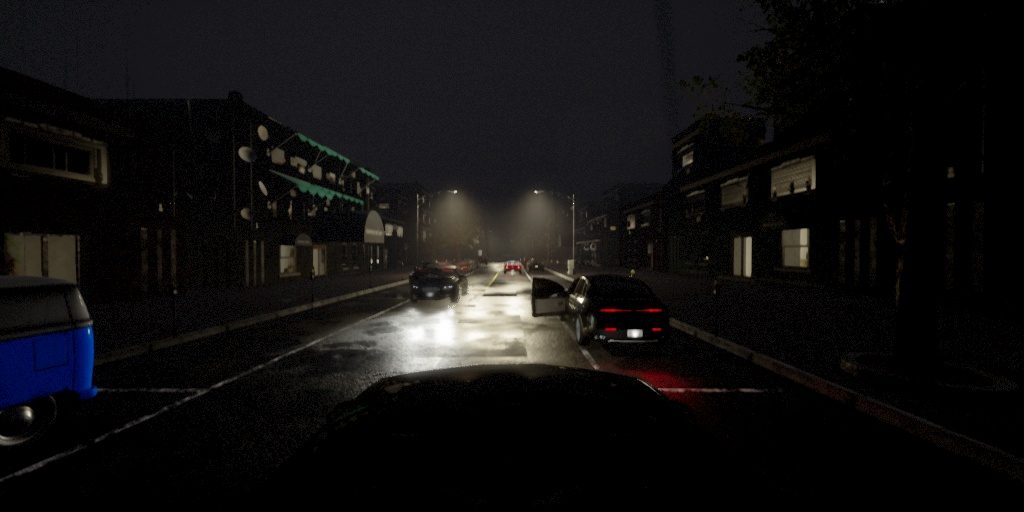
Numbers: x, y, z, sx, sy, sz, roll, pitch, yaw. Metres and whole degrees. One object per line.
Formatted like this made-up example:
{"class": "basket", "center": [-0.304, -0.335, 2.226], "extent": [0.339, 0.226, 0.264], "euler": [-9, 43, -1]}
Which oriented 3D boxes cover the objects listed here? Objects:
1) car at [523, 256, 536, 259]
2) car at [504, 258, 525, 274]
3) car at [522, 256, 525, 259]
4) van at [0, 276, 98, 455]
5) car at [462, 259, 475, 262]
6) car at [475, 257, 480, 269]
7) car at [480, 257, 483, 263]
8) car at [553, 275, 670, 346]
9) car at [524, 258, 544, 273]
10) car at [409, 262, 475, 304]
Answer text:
{"class": "car", "center": [2.713, 1.097, 47.023], "extent": [1.751, 1.417, 4.829], "euler": [0, 0, 0]}
{"class": "car", "center": [0.093, 1.204, 38.894], "extent": [1.895, 1.301, 4.718], "euler": [0, 0, 0]}
{"class": "car", "center": [2.714, 0.864, 52.402], "extent": [2.192, 1.841, 5.009], "euler": [0, 0, 0]}
{"class": "van", "center": [-5.687, 1.088, 2.468], "extent": [1.690, 1.789, 3.998], "euler": [0, 0, 0]}
{"class": "car", "center": [-5.671, 1.175, 41.306], "extent": [1.802, 1.307, 4.207], "euler": [0, 0, 0]}
{"class": "car", "center": [-5.669, 1.122, 46.854], "extent": [2.007, 1.370, 4.403], "euler": [0, 0, 0]}
{"class": "car", "center": [-5.666, 1.131, 52.403], "extent": [1.802, 1.307, 4.207], "euler": [0, 0, 0]}
{"class": "car", "center": [2.358, 1.225, 9.292], "extent": [1.837, 1.490, 4.892], "euler": [0, 0, 0]}
{"class": "car", "center": [2.710, 1.159, 41.305], "extent": [1.948, 1.339, 4.313], "euler": [0, 0, 0]}
{"class": "car", "center": [-3.095, 1.185, 15.999], "extent": [2.128, 1.511, 4.902], "euler": [0, 0, 0]}
